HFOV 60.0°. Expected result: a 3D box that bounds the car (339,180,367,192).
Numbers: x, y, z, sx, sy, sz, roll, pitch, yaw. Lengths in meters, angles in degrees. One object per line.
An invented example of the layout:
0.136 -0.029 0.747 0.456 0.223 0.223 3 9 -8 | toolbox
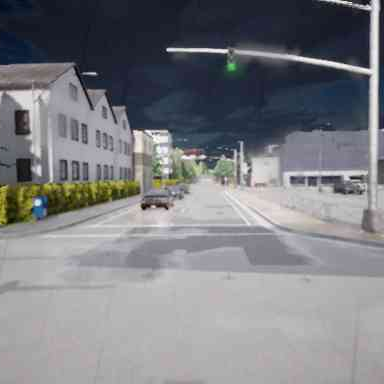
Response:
21.353 -0.820 44.296 1.970 1.475 3.806 -1 2 3 | car

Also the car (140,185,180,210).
-2.341 0.440 23.838 2.033 1.411 5.357 -1 2 3 | car

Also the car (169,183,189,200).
-1.830 -0.049 34.110 2.128 1.511 4.902 -1 2 3 | car

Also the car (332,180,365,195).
17.370 -0.420 37.434 2.007 1.523 4.514 -1 2 3 | car
